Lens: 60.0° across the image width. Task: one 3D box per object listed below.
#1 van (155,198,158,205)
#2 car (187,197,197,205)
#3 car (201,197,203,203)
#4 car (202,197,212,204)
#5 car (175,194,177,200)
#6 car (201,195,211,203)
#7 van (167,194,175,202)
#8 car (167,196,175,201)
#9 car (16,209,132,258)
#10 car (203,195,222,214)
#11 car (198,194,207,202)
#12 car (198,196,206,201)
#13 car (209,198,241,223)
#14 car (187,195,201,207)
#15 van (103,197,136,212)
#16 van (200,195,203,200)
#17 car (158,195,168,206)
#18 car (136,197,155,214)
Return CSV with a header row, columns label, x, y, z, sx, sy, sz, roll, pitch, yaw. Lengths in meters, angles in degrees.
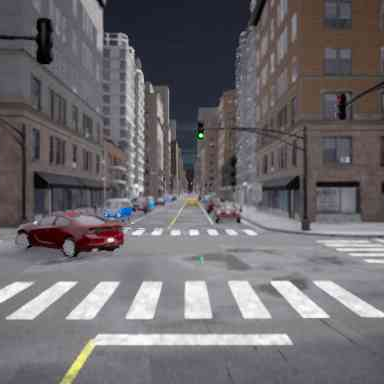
label,x,y,z,sx,sy,sz,roll,pitch,yaw
van,-5.837,1.511,43.176,1.690,1.788,3.998,0,0,0
car,0.031,1.799,67.432,2.033,1.411,5.357,0,0,0
car,2.692,1.736,48.772,2.008,1.369,4.403,0,0,0
car,3.177,1.739,69.255,1.837,1.490,4.892,0,0,0
car,-5.816,1.839,87.865,1.947,1.339,4.313,0,0,0
car,3.148,1.602,76.225,2.097,1.767,4.553,0,0,0
van,-5.818,1.604,82.280,1.690,1.788,3.998,0,0,0
car,-5.813,1.850,93.451,1.947,1.339,4.313,0,0,0
car,-4.870,1.531,13.027,5.008,1.535,1.882,0,-2,35
car,2.686,1.465,37.602,2.192,1.841,5.009,0,0,0
car,2.710,1.588,87.867,2.192,1.841,5.009,0,0,0
car,2.712,1.834,93.453,2.008,1.369,4.403,0,0,0
car,2.681,1.549,26.432,1.967,1.590,4.097,0,0,0
car,0.074,1.685,56.988,1.882,1.535,5.008,0,0,0
van,-5.845,1.450,26.419,1.690,1.788,3.998,0,0,0
van,2.694,1.542,54.358,1.690,1.788,3.998,0,0,0
car,-5.828,1.760,59.935,1.887,1.381,4.507,0,0,0
car,-5.840,1.466,37.591,2.192,1.841,5.009,0,0,0
